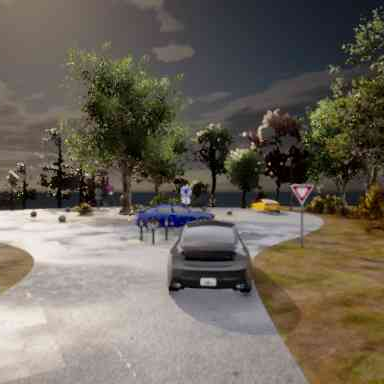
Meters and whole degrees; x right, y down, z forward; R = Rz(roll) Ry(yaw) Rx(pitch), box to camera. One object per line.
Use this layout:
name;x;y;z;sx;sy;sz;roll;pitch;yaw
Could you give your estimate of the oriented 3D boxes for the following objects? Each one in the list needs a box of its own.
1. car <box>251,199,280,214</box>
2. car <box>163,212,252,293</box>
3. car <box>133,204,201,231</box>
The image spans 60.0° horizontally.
car;7.991;1.500;36.512;1.882;1.535;5.008;1;0;-8
car;0.491;1.510;8.885;1.837;1.490;4.892;0;0;4
car;-1.081;1.489;20.449;5.008;1.535;1.882;0;0;-15
